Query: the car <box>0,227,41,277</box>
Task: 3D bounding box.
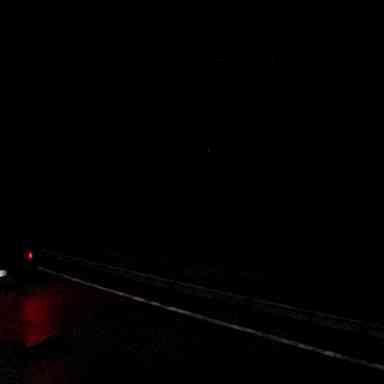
[{"bbox_3d":[-6.105,1.591,9.139,4.718,1.301,1.895,0,0,41],"label":"car"}]
